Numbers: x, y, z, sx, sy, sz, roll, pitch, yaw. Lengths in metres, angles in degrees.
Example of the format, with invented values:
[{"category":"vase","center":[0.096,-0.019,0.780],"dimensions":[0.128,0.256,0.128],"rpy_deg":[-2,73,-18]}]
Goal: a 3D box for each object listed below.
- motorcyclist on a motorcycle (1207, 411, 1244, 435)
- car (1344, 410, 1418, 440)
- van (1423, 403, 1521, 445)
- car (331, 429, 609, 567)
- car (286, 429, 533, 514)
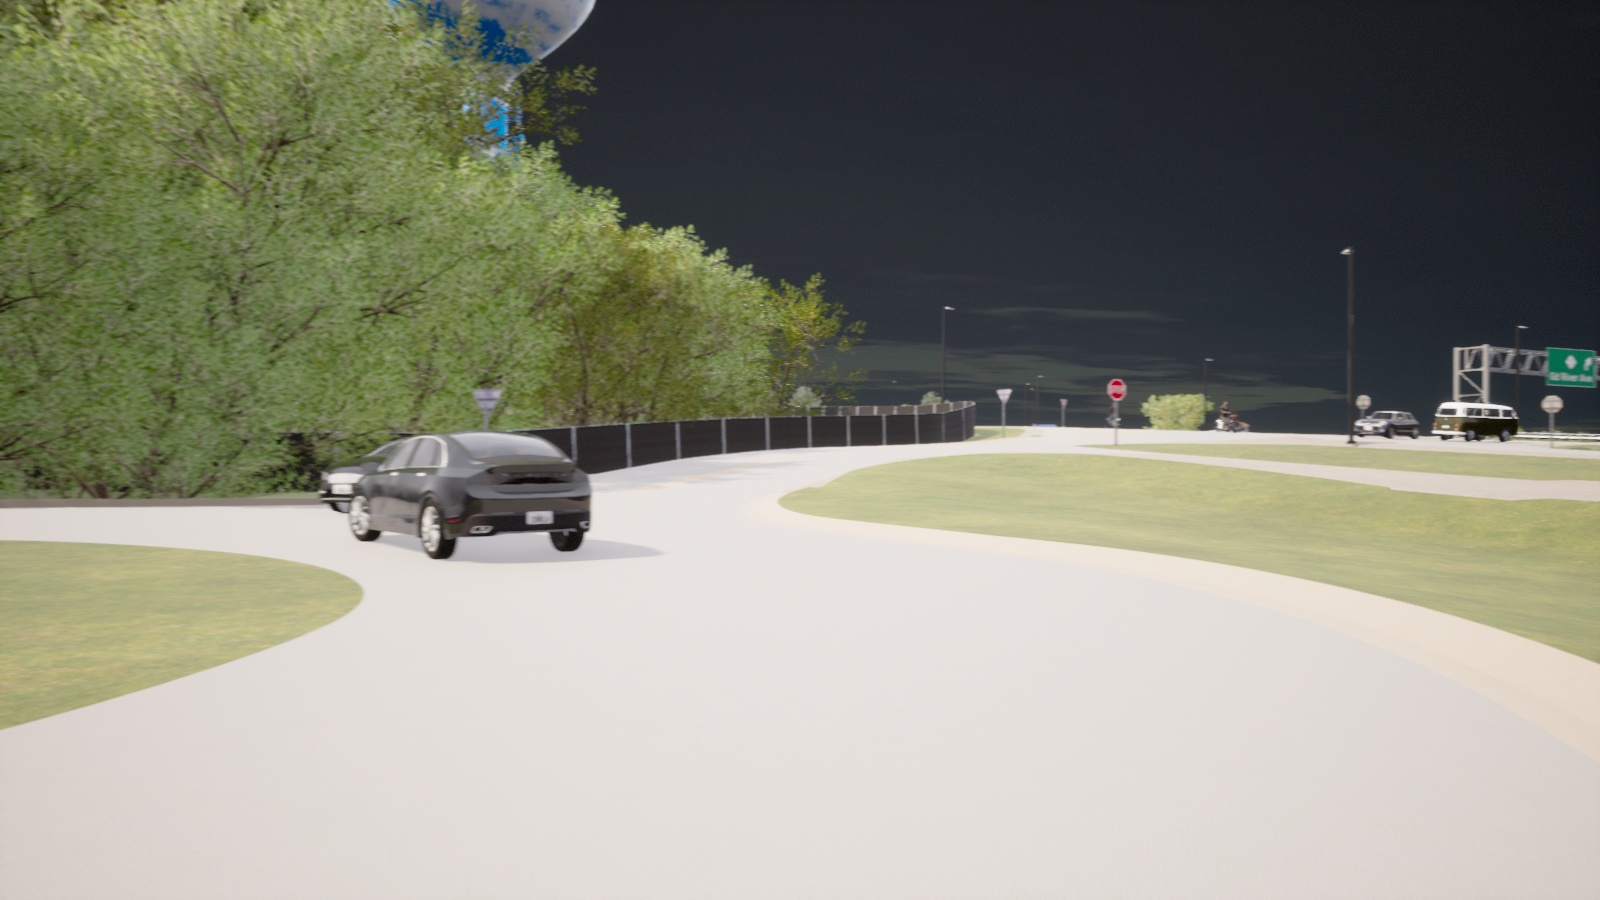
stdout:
[{"category":"motorcyclist on a motorcycle","center":[30.472,-1.921,89.936],"dimensions":[2.350,1.649,0.766],"rpy_deg":[2,0,29]},{"category":"car","center":[31.240,-1.346,67.533],"dimensions":[3.806,1.475,1.970],"rpy_deg":[0,3,-37]},{"category":"van","center":[35.554,-1.393,66.476],"dimensions":[4.480,2.038,2.069],"rpy_deg":[1,3,-21]},{"category":"car","center":[-4.397,0.498,16.129],"dimensions":[1.837,1.490,4.892],"rpy_deg":[0,1,-35]},{"category":"car","center":[-7.611,0.417,25.071],"dimensions":[2.128,1.511,4.902],"rpy_deg":[-1,-1,21]}]
